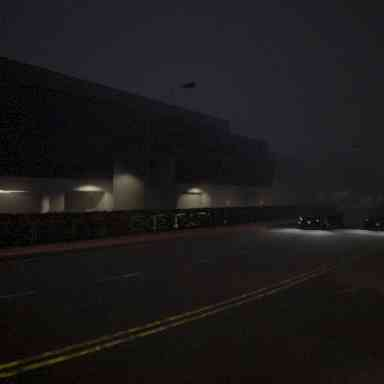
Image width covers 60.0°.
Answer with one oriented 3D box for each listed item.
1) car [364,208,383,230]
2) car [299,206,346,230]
[{"bbox_3d":[13.492,1.827,23.020,1.812,1.442,4.674,0,-1,43],"label":"car"},{"bbox_3d":[9.393,1.799,23.768,1.837,1.490,4.892,0,-1,43],"label":"car"}]
